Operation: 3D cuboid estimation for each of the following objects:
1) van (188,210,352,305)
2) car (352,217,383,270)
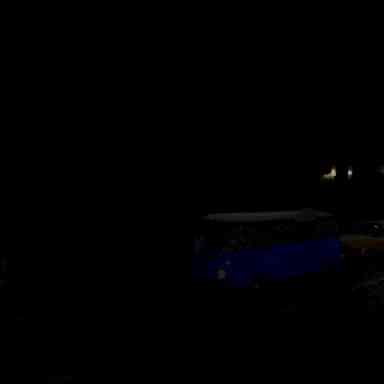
[{"bbox_3d":[1.818,1.348,7.839,3.998,1.788,1.690,0,0,-36],"label":"van"},{"bbox_3d":[6.277,1.539,11.021,4.829,1.417,1.752,0,0,-36],"label":"car"}]
